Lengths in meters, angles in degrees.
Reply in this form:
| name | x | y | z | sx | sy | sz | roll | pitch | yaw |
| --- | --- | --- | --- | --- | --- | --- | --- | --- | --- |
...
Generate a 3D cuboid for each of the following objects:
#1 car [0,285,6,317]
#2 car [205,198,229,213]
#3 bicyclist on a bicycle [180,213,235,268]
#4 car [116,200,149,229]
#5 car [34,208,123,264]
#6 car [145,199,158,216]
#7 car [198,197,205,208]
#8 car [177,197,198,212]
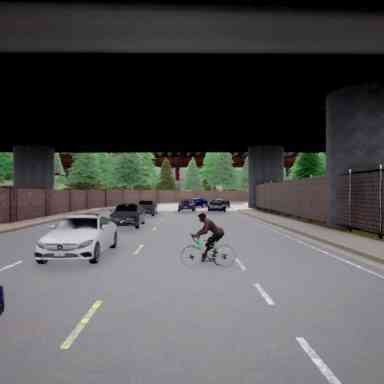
| name | x | y | z | sx | sy | sz | roll | pitch | yaw |
| --- | --- | --- | --- | --- | --- | --- | --- | --- | --- |
| car | -3.632 | 1.601 | 2.678 | 1.895 | 1.301 | 4.718 | 0 | 0 | -2 |
| car | 2.776 | 1.564 | 37.356 | 1.994 | 1.385 | 4.181 | 0 | 0 | 4 |
| bicyclist on a bicycle | 0.469 | 1.452 | 9.876 | 1.656 | 1.620 | 0.582 | 0 | 0 | -2 |
| car | -4.176 | 1.505 | 21.814 | 1.837 | 1.490 | 4.892 | 0 | 0 | -2 |
| car | -3.901 | 1.526 | 11.949 | 1.812 | 1.442 | 4.674 | 0 | 0 | -2 |
| car | -4.393 | 1.505 | 32.156 | 1.837 | 1.490 | 4.892 | 0 | 0 | -1 |
| car | 1.071 | 1.477 | 48.643 | 1.882 | 1.535 | 5.008 | 0 | 0 | 15 |
| car | -0.577 | 1.525 | 38.974 | 1.812 | 1.442 | 4.674 | 0 | 0 | 3 |
